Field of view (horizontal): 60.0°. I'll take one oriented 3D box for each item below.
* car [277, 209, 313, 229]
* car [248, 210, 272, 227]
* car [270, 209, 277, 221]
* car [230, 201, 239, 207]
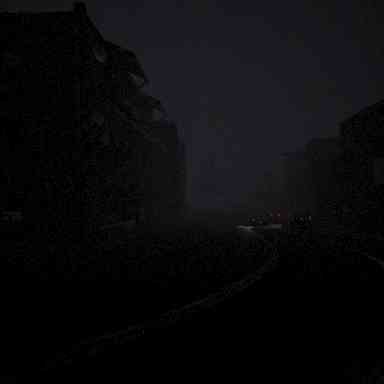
[{"bbox_3d":[10.047,2.562,32.206,2.097,1.767,4.553,0,-3,3],"label":"car"},{"bbox_3d":[7.103,2.923,36.044,1.812,1.442,4.674,0,-3,4],"label":"car"},{"bbox_3d":[10.720,2.964,42.839,2.097,1.767,4.553,0,-2,4],"label":"car"},{"bbox_3d":[9.743,2.779,77.136,1.812,1.442,4.674,0,1,4],"label":"car"}]
